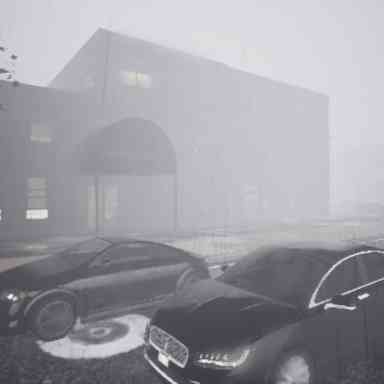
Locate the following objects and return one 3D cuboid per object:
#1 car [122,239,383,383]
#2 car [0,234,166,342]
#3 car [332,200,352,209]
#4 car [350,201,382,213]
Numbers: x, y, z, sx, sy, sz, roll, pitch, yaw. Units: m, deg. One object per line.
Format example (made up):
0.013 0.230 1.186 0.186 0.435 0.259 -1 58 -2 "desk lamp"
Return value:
1.677 1.519 4.891 4.892 1.490 1.837 1 0 -36 "car"
-1.620 1.572 6.527 4.181 1.385 1.994 0 0 -36 "car"
23.846 1.968 51.492 2.008 1.369 4.403 -1 0 -36 "car"
21.789 1.944 39.759 1.947 1.339 4.313 -1 0 -36 "car"
